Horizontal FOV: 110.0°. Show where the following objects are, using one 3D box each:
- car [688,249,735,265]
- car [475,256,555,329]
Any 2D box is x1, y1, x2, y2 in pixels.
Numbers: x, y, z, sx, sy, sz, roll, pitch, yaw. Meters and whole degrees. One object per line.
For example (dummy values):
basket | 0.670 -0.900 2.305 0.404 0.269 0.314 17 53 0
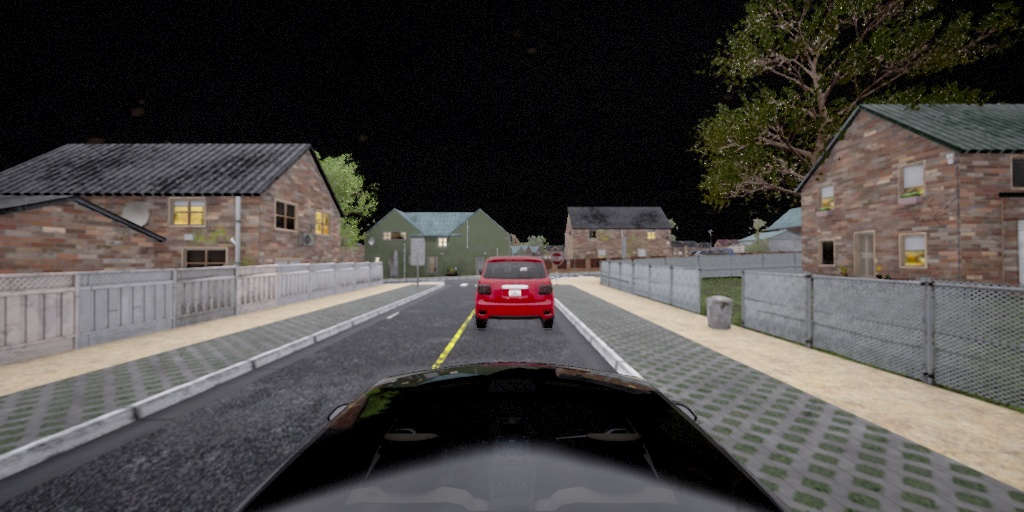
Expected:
car | 17.951 0.415 33.478 5.566 2.045 2.150 -2 -1 0
car | 0.077 1.017 11.600 2.150 2.045 5.566 0 0 0
